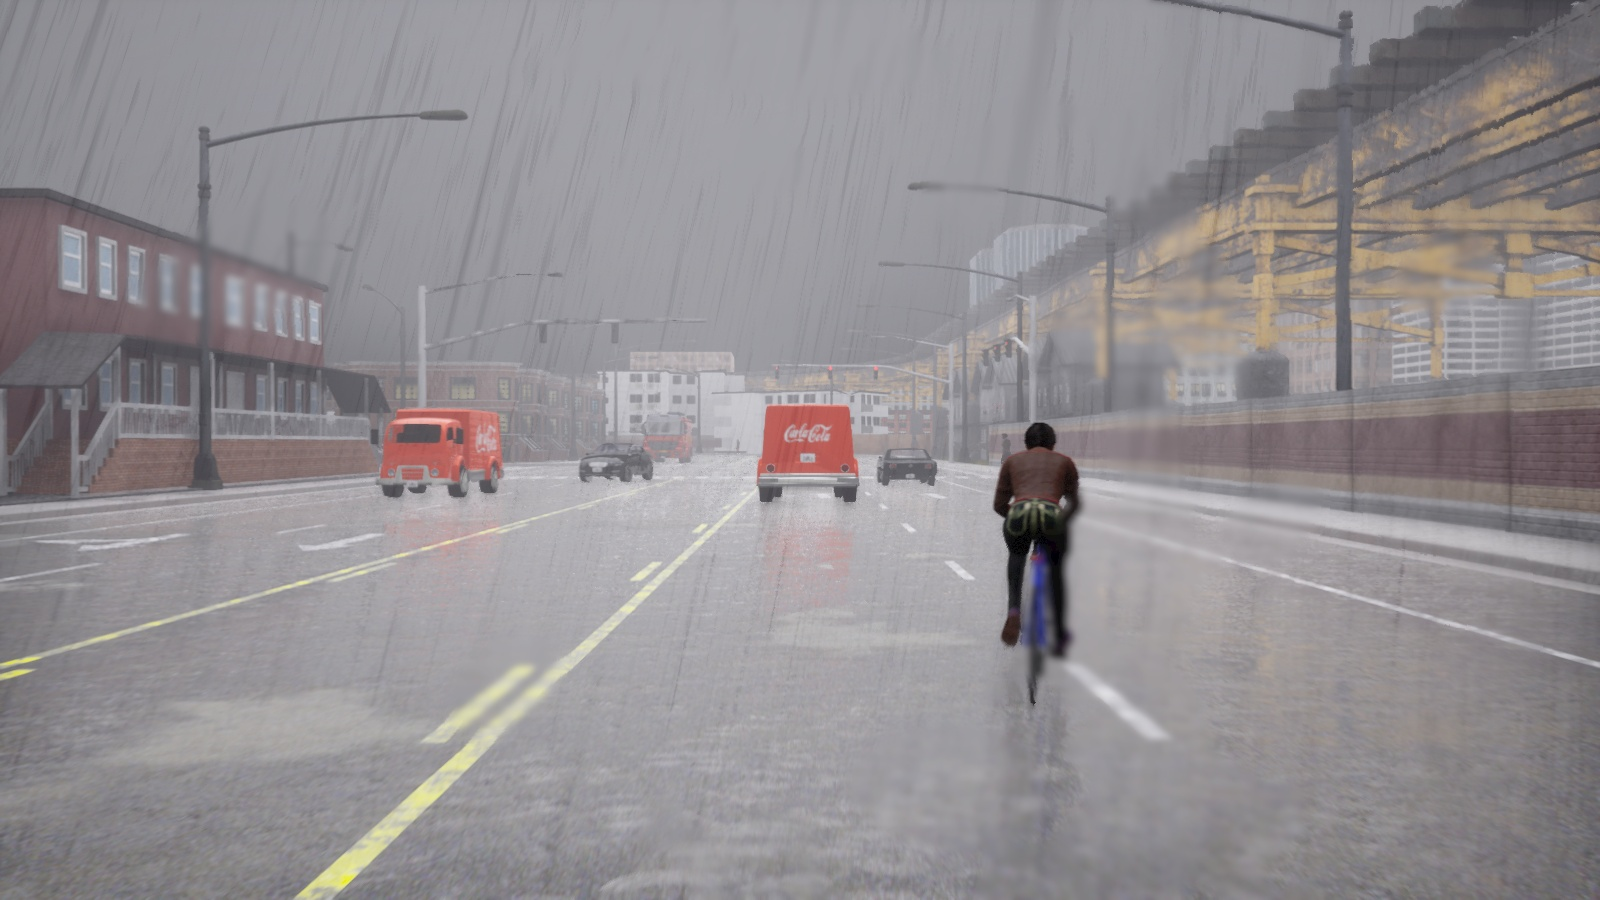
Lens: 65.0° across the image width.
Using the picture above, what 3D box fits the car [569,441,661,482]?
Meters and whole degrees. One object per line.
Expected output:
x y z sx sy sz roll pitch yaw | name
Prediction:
-7.124 0.423 48.827 2.128 1.511 4.902 0 0 10 | car

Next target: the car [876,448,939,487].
3.777 0.597 44.889 1.895 1.301 4.718 0 0 0 | car

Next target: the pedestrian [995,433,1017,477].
8.497 0.188 51.885 0.869 1.805 0.328 0 0 43 | pedestrian

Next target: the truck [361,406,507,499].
-10.276 0.050 35.772 2.627 2.467 5.204 0 0 0 | truck

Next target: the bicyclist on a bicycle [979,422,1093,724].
1.465 0.658 7.611 0.582 1.620 1.656 0 0 14 | bicyclist on a bicycle

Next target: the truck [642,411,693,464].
-9.929 -0.961 94.943 2.891 3.827 8.468 0 0 0 | truck

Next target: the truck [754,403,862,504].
0.210 0.072 33.295 2.627 2.467 5.204 0 0 0 | truck
